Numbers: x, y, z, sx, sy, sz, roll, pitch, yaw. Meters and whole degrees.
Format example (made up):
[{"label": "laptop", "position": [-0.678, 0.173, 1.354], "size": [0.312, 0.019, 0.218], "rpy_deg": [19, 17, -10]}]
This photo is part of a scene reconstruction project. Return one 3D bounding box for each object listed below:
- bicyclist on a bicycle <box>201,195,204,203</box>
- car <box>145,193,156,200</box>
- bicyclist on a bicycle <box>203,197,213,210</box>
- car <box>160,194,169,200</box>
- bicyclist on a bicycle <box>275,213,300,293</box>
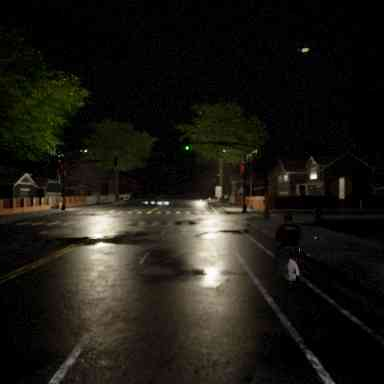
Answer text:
[{"label": "bicyclist on a bicycle", "position": [2.231, 1.479, 70.037], "size": [0.582, 1.620, 1.656], "rpy_deg": [0, 0, 0]}, {"label": "car", "position": [-9.770, 0.994, 78.609], "size": [2.097, 1.767, 4.553], "rpy_deg": [0, 0, 0]}, {"label": "bicyclist on a bicycle", "position": [2.256, 1.463, 43.099], "size": [0.866, 1.612, 1.509], "rpy_deg": [0, 0, 0]}, {"label": "car", "position": [-6.520, 1.234, 78.550], "size": [1.895, 1.301, 4.718], "rpy_deg": [0, 0, 0]}, {"label": "bicyclist on a bicycle", "position": [2.248, 1.377, 7.981], "size": [0.659, 1.776, 1.843], "rpy_deg": [0, 0, 0]}]
